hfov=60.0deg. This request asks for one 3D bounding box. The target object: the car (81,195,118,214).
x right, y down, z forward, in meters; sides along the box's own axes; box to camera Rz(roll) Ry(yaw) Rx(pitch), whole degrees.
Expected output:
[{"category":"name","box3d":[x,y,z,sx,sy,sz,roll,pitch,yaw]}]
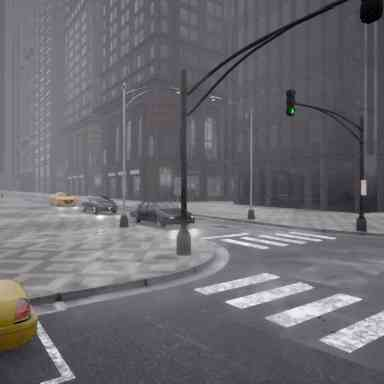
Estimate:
[{"category":"car","box3d":[-7.984,1.005,28.479,1.837,1.490,4.892,0,1,-36]}]

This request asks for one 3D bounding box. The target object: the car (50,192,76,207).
[{"category":"car","box3d":[-14.617,0.776,37.664,1.882,1.535,5.008,0,1,-36]}]

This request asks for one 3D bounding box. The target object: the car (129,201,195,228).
[{"category":"car","box3d":[-2.001,1.237,20.207,2.033,1.411,5.357,0,1,-36]}]

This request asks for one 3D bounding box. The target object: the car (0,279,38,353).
[{"category":"car","box3d":[-4.347,1.525,3.543,4.829,1.417,1.752,0,0,-36]}]
